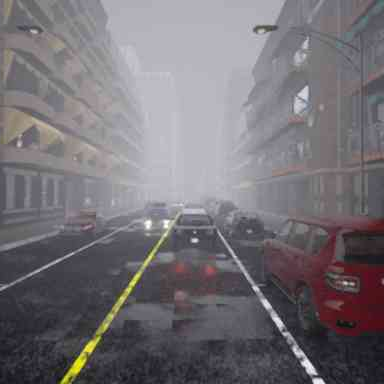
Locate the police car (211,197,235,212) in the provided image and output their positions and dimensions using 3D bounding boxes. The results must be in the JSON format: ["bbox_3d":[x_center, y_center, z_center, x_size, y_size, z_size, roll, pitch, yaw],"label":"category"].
[{"bbox_3d":[3.190,1.586,31.281,1.930,1.638,5.238,0,0,0],"label":"police car"}]

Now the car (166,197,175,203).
[{"bbox_3d":[-5.535,2.012,86.135,2.008,1.369,4.403,0,0,0],"label":"car"}]

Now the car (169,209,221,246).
[{"bbox_3d":[0.126,1.681,15.720,1.895,1.301,4.718,0,0,0],"label":"car"}]

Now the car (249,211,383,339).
[{"bbox_3d":[2.706,1.349,6.571,2.192,1.841,5.009,0,0,0],"label":"car"}]

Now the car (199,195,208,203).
[{"bbox_3d":[2.846,1.775,86.123,2.192,1.841,5.009,0,0,0],"label":"car"}]

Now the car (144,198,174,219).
[{"bbox_3d":[-3.044,1.637,30.960,1.882,1.535,5.008,0,0,0],"label":"car"}]

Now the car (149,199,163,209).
[{"bbox_3d":[-5.595,1.854,52.041,1.802,1.307,4.206,0,0,0],"label":"car"}]

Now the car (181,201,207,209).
[{"bbox_3d":[0.153,1.761,31.096,1.895,1.301,4.718,0,0,0],"label":"car"}]

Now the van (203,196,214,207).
[{"bbox_3d":[2.796,1.643,57.712,1.690,1.788,3.998,0,0,0],"label":"van"}]

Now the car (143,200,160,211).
[{"bbox_3d":[-5.604,1.786,46.358,1.887,1.381,4.507,0,0,0],"label":"car"}]

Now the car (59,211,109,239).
[{"bbox_3d":[-5.655,1.675,17.947,1.802,1.307,4.206,0,0,0],"label":"car"}]

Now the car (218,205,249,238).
[{"bbox_3d":[2.725,1.642,17.935,2.008,1.369,4.403,0,0,0],"label":"car"}]

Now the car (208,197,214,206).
[{"bbox_3d":[3.208,1.674,38.170,1.882,1.535,5.008,0,0,0],"label":"car"}]

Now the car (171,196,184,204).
[{"bbox_3d":[-2.870,1.901,72.440,2.128,1.511,4.902,0,0,0],"label":"car"}]

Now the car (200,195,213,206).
[{"bbox_3d":[2.786,1.586,52.030,2.192,1.841,5.009,0,0,0],"label":"car"}]
